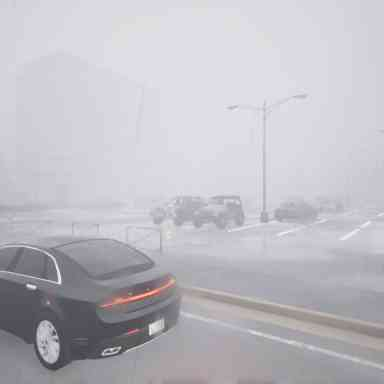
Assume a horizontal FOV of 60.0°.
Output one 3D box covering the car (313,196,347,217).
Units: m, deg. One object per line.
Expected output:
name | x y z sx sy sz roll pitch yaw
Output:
car | 13.779 1.395 33.146 1.970 1.475 3.806 0 0 34

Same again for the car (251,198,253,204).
car | 9.870 1.505 62.456 1.837 1.490 4.892 0 0 34

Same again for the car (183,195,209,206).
car | 0.674 1.351 55.059 2.097 1.767 4.553 0 0 34

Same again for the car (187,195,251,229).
car | 1.732 1.156 20.212 1.905 1.878 3.866 0 0 34

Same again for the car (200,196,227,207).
car | 3.425 1.489 52.879 2.128 1.511 4.902 0 0 34

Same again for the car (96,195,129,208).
car | -11.807 1.352 49.410 2.097 1.767 4.553 0 0 34

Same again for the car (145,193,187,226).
car | -0.632 1.153 21.882 1.932 1.855 4.605 0 0 34

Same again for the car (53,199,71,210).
car | -17.144 1.547 41.492 2.033 1.411 5.357 0 0 34

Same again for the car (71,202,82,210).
car | -12.470 1.526 42.149 1.812 1.442 4.674 0 0 34

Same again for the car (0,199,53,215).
car | -17.472 1.601 34.738 1.895 1.301 4.718 0 0 34

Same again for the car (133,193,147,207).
car | -6.584 1.221 50.860 2.150 2.045 5.566 0 0 34

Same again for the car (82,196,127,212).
car | -9.947 1.491 39.286 2.128 1.511 4.902 0 0 34

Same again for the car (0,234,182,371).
car | -2.429 1.505 5.733 4.892 1.490 1.837 0 0 36

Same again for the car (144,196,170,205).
car | -6.028 1.526 57.920 1.812 1.442 4.674 0 0 35
